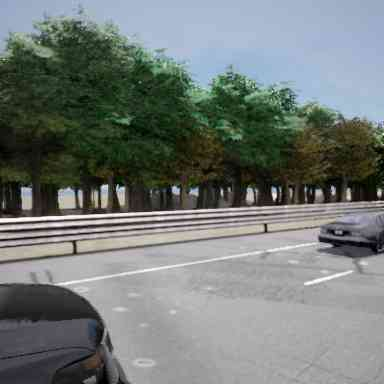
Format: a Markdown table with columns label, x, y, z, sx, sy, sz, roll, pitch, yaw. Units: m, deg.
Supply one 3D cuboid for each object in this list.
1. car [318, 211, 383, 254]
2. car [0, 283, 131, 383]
| label | x | y | z | sx | sy | sz | roll | pitch | yaw |
| --- | --- | --- | --- | --- | --- | --- | --- | --- | --- |
| car | 7.217 | 1.461 | 13.196 | 5.357 | 1.411 | 2.033 | 0 | 0 | -36 |
| car | -3.068 | 1.232 | 1.560 | 5.566 | 2.045 | 2.150 | 0 | 0 | -35 |
